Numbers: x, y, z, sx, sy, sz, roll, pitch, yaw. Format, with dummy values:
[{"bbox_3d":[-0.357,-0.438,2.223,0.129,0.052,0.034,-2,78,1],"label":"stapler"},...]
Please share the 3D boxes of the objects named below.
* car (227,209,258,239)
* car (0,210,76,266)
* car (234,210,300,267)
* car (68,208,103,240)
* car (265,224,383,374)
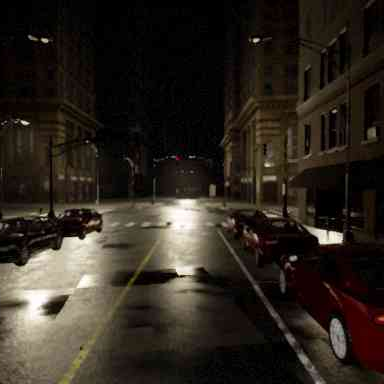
[{"bbox_3d":[2.762,1.500,16.685,1.887,1.381,4.507,-1,0,0],"label":"car"},{"bbox_3d":[-5.767,1.521,11.185,2.008,1.369,4.403,-1,0,0],"label":"car"},{"bbox_3d":[2.758,1.515,11.180,1.887,1.381,4.507,-1,0,0],"label":"car"},{"bbox_3d":[-5.763,1.500,16.691,1.887,1.381,4.507,-1,0,0],"label":"car"},{"bbox_3d":[2.755,1.529,5.674,1.887,1.381,4.507,-1,0,0],"label":"car"}]
